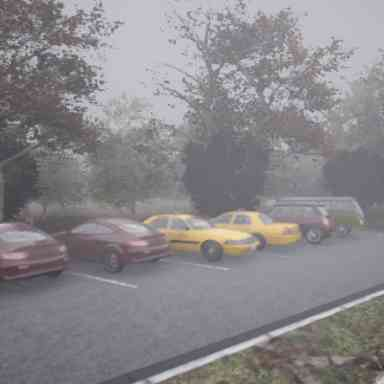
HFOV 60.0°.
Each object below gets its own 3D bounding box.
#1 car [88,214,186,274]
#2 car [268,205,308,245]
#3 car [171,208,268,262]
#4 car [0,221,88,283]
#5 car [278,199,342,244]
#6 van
[{"bbox_3d":[-2.765,1.535,10.550,4.674,1.452,2.002,-1,-1,34],"label":"car"},{"bbox_3d":[1.839,1.488,14.178,5.366,1.575,1.946,-1,0,33],"label":"car"},{"bbox_3d":[-0.225,1.486,12.210,5.366,1.575,1.946,-1,-1,34],"label":"car"},{"bbox_3d":[-5.159,1.539,8.807,4.674,1.452,2.002,-1,-1,34],"label":"car"},{"bbox_3d":[4.385,1.359,15.841,4.553,1.767,2.185,-1,0,33],"label":"car"},{"bbox_3d":[6.809,1.254,17.598,4.442,1.987,1.878,-1,-1,33],"label":"van"}]
